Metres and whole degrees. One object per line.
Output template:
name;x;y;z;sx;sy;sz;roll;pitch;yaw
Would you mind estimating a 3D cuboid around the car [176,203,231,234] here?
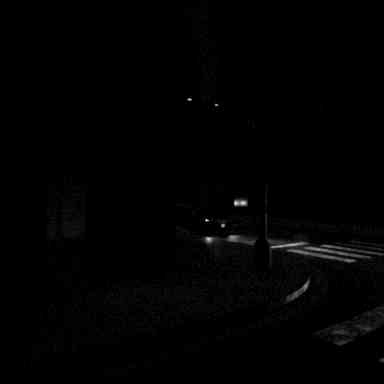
car;0.091;1.406;18.639;2.128;1.511;4.902;0;0;-37
